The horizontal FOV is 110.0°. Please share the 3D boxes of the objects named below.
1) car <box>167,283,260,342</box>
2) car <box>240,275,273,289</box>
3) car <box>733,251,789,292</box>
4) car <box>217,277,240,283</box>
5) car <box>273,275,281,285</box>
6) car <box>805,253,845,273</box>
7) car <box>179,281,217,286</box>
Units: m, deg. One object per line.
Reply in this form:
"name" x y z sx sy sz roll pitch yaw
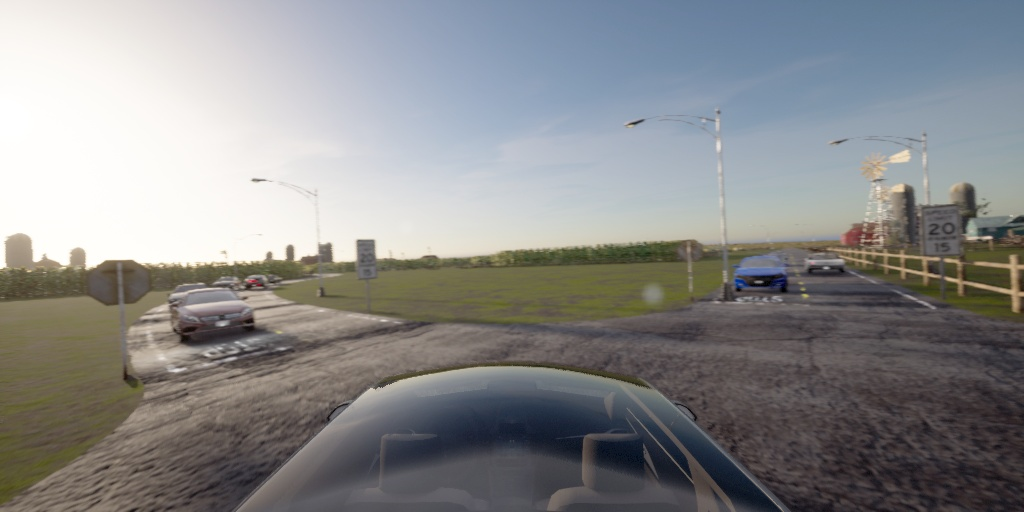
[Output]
"car" -10.353 1.852 12.303 4.674 1.442 1.812 -3 0 43
"car" -27.624 2.855 38.875 1.837 1.490 4.892 -3 0 -29
"car" 11.654 0.745 16.770 1.882 1.535 5.008 -3 0 37
"car" -31.152 3.058 39.252 1.837 1.490 4.892 -3 -1 -28
"car" -32.205 3.246 47.777 1.895 1.301 4.718 -3 0 -23
"car" 21.693 0.444 25.009 1.895 1.301 4.718 -3 0 38
"car" -19.216 2.386 21.541 2.033 1.411 5.357 -3 0 -40
